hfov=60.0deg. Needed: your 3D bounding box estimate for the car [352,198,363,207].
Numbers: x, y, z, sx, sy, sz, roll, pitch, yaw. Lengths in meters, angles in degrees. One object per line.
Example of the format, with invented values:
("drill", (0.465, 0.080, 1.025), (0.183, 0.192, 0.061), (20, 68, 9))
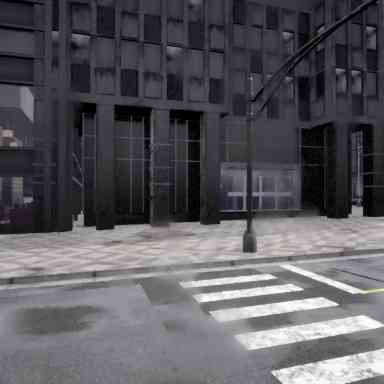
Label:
("car", (21.956, 1.278, 39.988), (1.895, 1.301, 4.718), (0, -1, -17))
